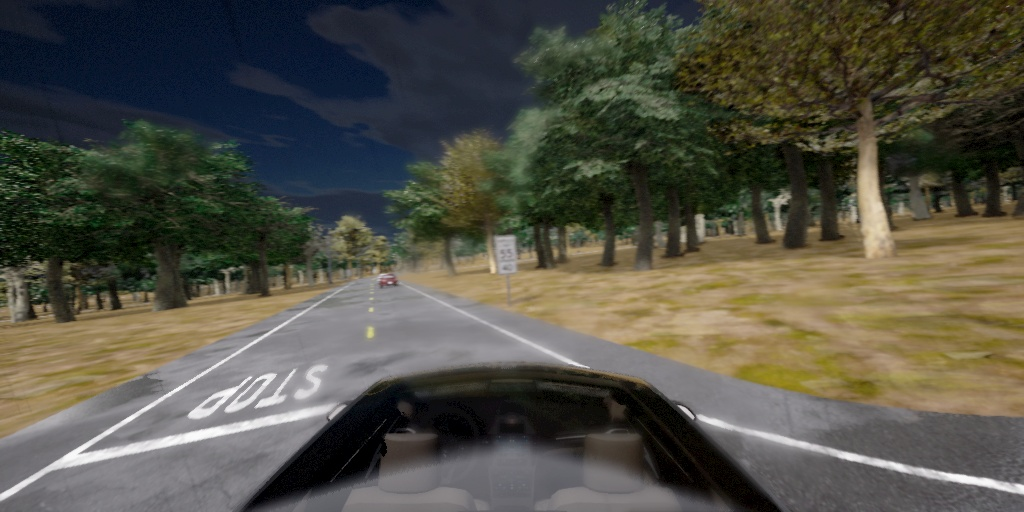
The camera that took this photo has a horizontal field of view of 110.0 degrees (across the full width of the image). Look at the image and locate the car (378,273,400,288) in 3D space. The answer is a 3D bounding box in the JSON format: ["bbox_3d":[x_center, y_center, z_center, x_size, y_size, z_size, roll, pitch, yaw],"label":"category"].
[{"bbox_3d":[-13.654,2.736,39.754,1.812,1.442,4.674,-5,-1,-21],"label":"car"}]
